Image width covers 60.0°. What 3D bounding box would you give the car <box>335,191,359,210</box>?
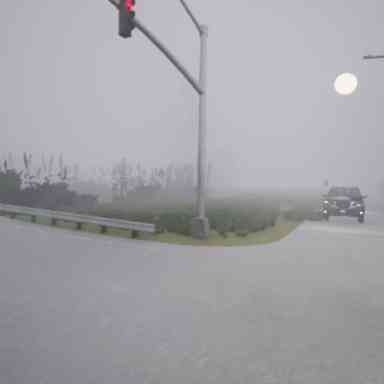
[{"bbox_3d":[13.882,0.705,29.758,1.812,1.442,4.674,2,2,26],"label":"car"}]

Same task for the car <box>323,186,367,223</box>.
[{"bbox_3d":[9.564,0.642,20.872,2.150,2.045,5.566,2,2,26],"label":"car"}]
